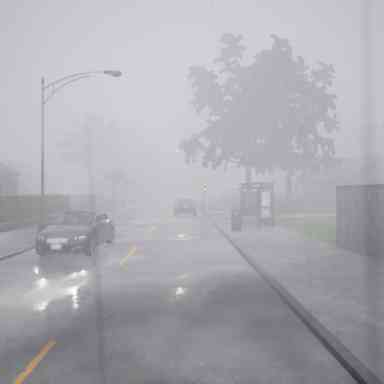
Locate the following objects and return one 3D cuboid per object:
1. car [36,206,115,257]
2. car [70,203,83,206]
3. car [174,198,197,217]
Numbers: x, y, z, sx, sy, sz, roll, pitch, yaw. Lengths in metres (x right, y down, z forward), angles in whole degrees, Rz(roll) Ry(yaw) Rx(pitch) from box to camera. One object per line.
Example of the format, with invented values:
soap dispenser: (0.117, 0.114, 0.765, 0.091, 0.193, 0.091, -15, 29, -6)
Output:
car: (-4.370, 1.508, 13.132, 2.128, 1.511, 4.902, 0, 0, 0)
car: (-13.656, 1.397, 33.092, 5.357, 1.415, 2.033, 0, 0, 1)
car: (-0.646, 1.392, 32.188, 2.097, 1.767, 4.553, 0, 0, -1)
